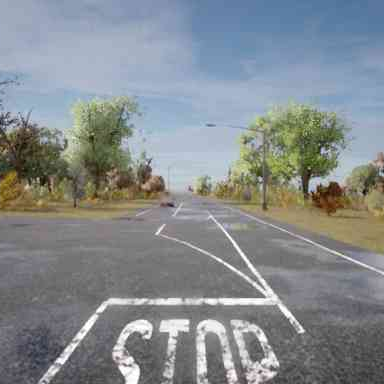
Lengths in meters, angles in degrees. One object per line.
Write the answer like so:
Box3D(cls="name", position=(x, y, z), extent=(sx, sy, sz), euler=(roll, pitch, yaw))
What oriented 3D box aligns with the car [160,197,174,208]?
Box3D(cls="car", position=(-3.529, 1.464, 47.415), extent=(1.882, 1.535, 5.008), euler=(0, 0, 0))
